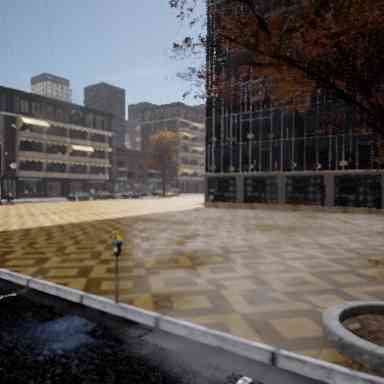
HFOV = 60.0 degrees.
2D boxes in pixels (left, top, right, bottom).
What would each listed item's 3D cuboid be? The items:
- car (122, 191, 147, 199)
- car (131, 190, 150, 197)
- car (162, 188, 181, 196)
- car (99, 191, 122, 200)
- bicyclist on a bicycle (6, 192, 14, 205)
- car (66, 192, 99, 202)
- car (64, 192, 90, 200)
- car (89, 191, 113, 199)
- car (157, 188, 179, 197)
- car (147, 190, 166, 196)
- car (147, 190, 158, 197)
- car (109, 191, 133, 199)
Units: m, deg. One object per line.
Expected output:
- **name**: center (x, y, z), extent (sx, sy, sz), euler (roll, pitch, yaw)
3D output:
- **car**: center (-11.030, 0.647, 61.000), extent (2.008, 1.369, 4.403), euler (2, 2, 35)
- **car**: center (-11.579, 0.378, 74.928), extent (1.947, 1.339, 4.313), euler (2, 2, 35)
- **car**: center (-5.234, -0.045, 84.078), extent (2.192, 1.841, 5.009), euler (2, 2, 35)
- **car**: center (-15.644, 0.696, 59.083), extent (2.033, 1.411, 5.357), euler (1, 1, 35)
- **bicyclist on a bicycle**: center (-21.936, 0.804, 40.087), extent (1.656, 1.620, 0.582), euler (1, 1, 35)
- **car**: center (-17.371, 0.822, 51.843), extent (2.008, 1.369, 4.403), euler (2, 2, 35)
- **car**: center (-21.090, 0.639, 61.192), extent (1.947, 1.339, 4.313), euler (2, 2, 35)
- **car**: center (-17.920, 0.537, 65.770), extent (2.008, 1.369, 4.403), euler (2, 2, 35)
- **car**: center (-4.592, 0.445, 70.297), extent (1.752, 1.417, 4.829), euler (2, 2, 35)
- **car**: center (-8.505, 0.254, 79.365), extent (1.752, 1.417, 4.829), euler (2, 2, 35)
- **car**: center (-6.629, 0.252, 72.096), extent (2.033, 1.411, 5.357), euler (1, 1, 35)
- **car**: center (-14.187, 0.571, 66.464), extent (1.895, 1.301, 4.718), euler (1, 1, 35)
